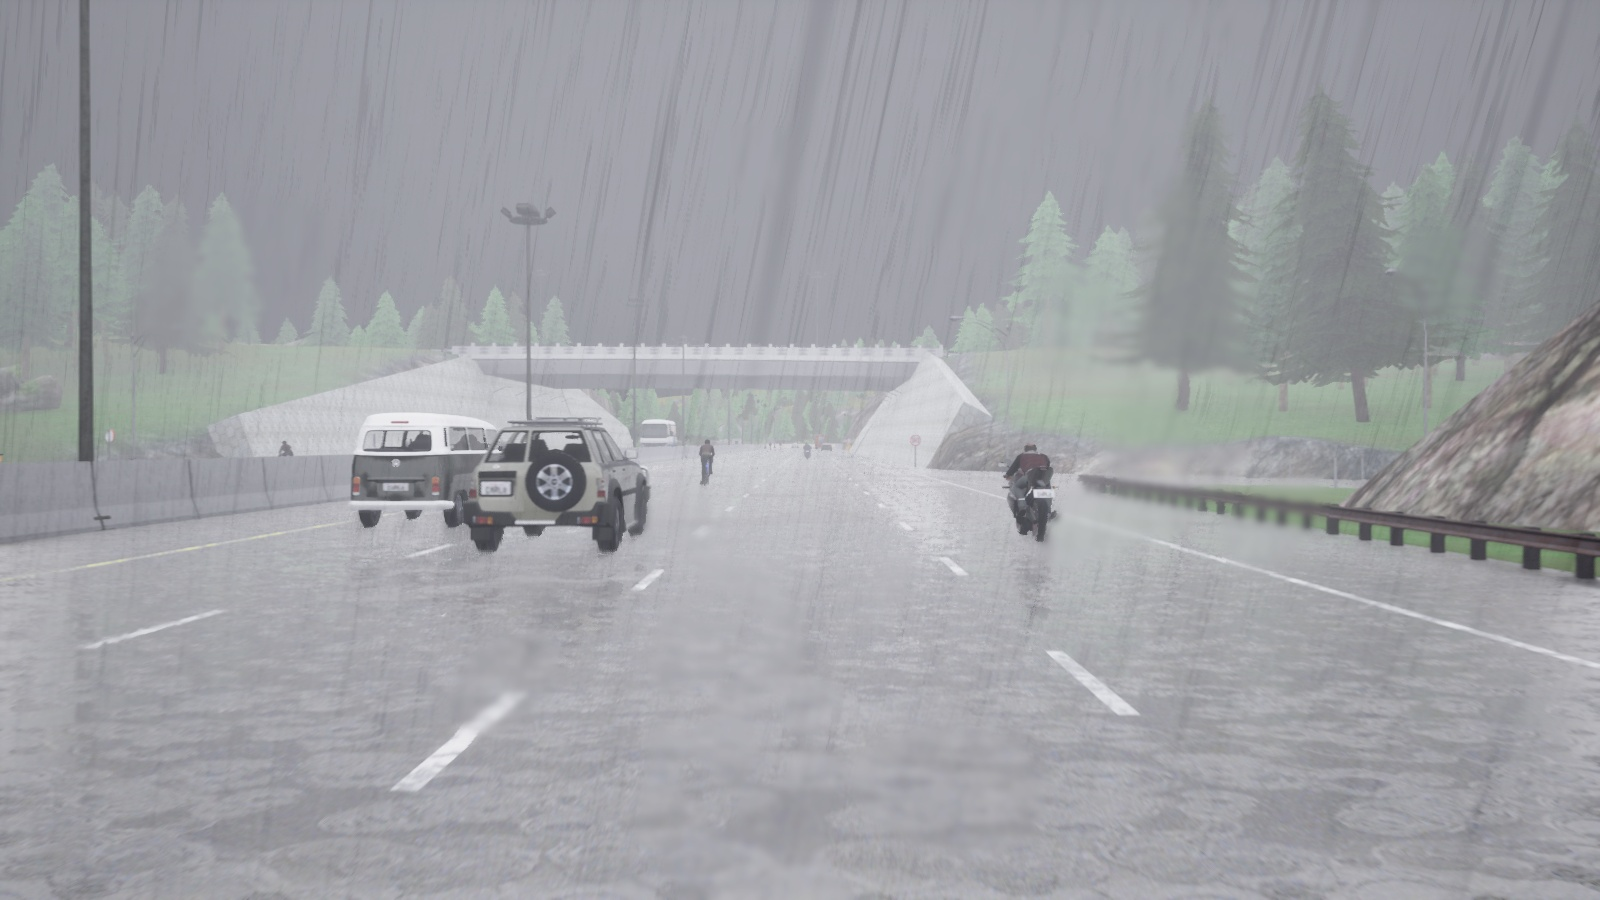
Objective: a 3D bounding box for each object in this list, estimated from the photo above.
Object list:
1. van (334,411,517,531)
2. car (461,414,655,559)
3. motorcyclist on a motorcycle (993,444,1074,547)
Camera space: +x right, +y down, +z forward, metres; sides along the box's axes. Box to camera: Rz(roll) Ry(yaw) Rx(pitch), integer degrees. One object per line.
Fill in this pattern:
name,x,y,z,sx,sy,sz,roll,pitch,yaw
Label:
van,-6.851,0.334,23.514,2.069,2.038,4.480,0,1,0
car,-3.380,0.456,18.444,1.932,1.855,4.605,0,0,0
motorcyclist on a motorcycle,3.628,0.673,19.714,0.866,1.530,2.191,0,0,0
